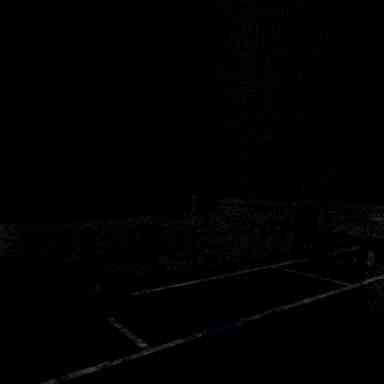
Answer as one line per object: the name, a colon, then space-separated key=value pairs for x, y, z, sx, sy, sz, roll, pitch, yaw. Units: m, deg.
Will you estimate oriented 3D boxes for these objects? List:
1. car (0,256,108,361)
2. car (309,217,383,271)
car: x=-3.234 y=1.584 z=4.351 sx=4.206 sy=1.307 sz=1.802 roll=0 pitch=0 yaw=-36
car: x=5.519 y=1.492 z=10.601 sx=4.403 sy=1.369 sz=2.008 roll=0 pitch=0 yaw=-36
